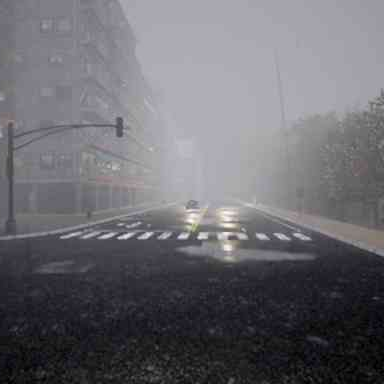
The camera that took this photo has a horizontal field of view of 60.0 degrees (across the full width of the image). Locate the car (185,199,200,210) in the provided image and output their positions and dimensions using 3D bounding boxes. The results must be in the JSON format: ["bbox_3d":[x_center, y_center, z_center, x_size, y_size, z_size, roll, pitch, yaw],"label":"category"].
[{"bbox_3d":[0.134,1.829,46.625,1.837,1.490,4.892,0,0,4],"label":"car"}]
